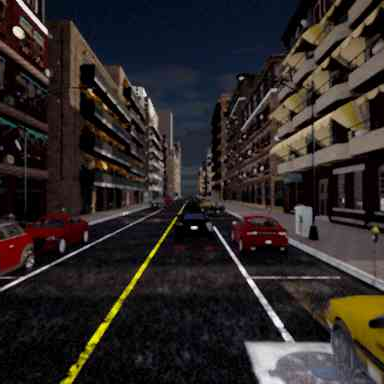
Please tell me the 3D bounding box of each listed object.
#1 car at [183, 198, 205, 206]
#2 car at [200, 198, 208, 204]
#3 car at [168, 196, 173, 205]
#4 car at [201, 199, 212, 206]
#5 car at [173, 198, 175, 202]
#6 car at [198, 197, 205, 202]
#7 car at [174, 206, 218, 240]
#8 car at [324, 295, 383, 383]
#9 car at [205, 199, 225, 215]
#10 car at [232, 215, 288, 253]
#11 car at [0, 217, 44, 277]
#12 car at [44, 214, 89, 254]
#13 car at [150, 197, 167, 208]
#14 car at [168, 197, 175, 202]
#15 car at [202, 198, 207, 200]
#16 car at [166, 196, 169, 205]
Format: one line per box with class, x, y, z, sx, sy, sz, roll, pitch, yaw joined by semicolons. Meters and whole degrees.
car;0.107;1.743;35.487;1.837;1.490;4.892;0;0;0
car;2.706;2.086;75.931;1.802;1.307;4.206;0;0;0
car;-5.676;2.011;70.301;1.887;1.381;4.507;0;0;0
car;2.704;1.996;64.659;1.947;1.339;4.313;0;0;0
car;-5.673;1.855;81.575;2.192;1.841;5.009;0;0;0
car;2.709;2.196;92.840;1.802;1.307;4.206;0;0;0
car;0.103;1.685;17.841;1.994;1.385;4.181;0;0;0
car;2.692;1.546;2.832;1.752;1.417;4.829;0;0;0
car;2.699;1.796;36.478;2.008;1.369;4.403;0;0;0
car;2.694;1.639;13.934;1.887;1.381;4.507;0;0;0
car;-5.687;1.496;8.304;1.967;1.590;4.097;0;0;0
car;-5.686;1.639;13.940;1.887;1.381;4.507;0;0;0
car;-5.679;1.906;53.392;2.008;1.369;4.403;0;0;0
car;-5.671;2.138;92.675;1.752;1.417;4.829;0;0;0
car;2.704;1.919;59.193;1.752;1.417;4.829;0;0;0
car;-5.678;1.943;59.029;2.008;1.369;4.403;0;0;0
